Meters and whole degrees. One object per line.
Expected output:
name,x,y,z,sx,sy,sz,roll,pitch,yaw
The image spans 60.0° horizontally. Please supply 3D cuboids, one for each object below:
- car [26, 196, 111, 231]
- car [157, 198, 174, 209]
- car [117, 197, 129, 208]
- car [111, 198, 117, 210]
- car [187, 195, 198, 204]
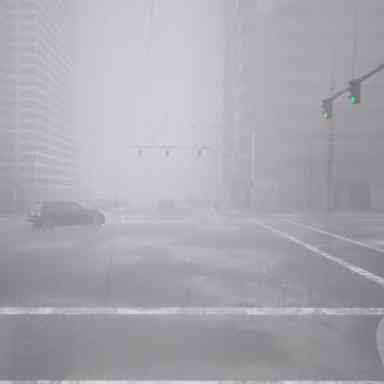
car,-7.845,1.352,21.013,4.553,1.767,2.097,0,0,-45
car,-3.440,1.525,44.260,1.812,1.442,4.674,0,0,0
car,-10.620,1.526,49.635,1.812,1.442,4.674,0,0,0
car,-10.624,1.505,39.376,1.837,1.490,4.892,0,0,0
car,0.063,1.352,63.504,2.097,1.767,4.553,0,0,0
